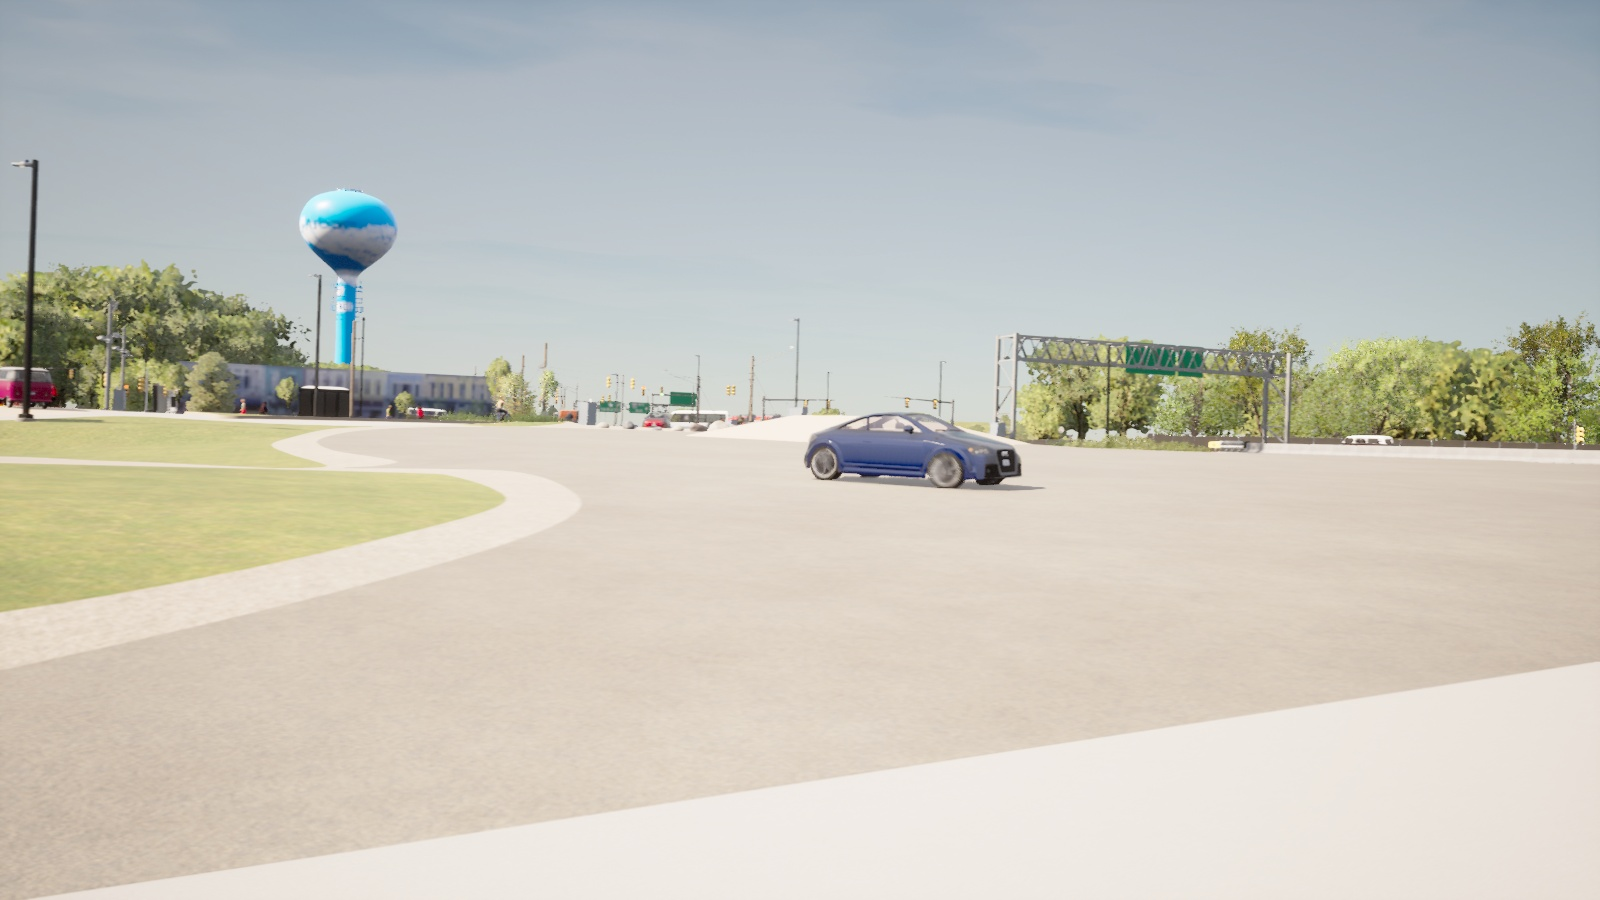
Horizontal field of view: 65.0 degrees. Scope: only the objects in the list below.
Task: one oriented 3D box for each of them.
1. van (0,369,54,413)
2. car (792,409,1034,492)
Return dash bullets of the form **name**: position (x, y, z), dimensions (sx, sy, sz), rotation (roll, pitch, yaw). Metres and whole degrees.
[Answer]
- **van**: position (-37.974, -2.890, 61.184), dimensions (1.775, 1.987, 4.442), rotation (1, 2, -44)
- **car**: position (2.159, -0.042, 24.297), dimensions (4.181, 1.385, 1.994), rotation (3, 2, 34)
